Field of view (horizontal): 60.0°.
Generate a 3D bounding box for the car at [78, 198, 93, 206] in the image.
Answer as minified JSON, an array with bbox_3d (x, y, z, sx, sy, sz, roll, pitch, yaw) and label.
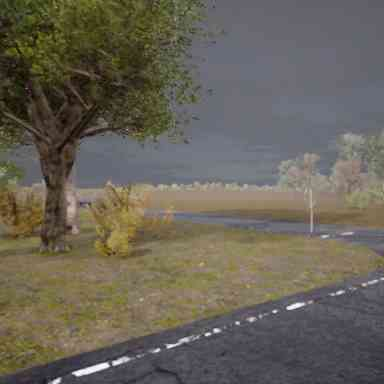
[{"bbox_3d":[-15.573,1.559,49.903,1.895,1.301,4.718,0,0,-35],"label":"car"}]
